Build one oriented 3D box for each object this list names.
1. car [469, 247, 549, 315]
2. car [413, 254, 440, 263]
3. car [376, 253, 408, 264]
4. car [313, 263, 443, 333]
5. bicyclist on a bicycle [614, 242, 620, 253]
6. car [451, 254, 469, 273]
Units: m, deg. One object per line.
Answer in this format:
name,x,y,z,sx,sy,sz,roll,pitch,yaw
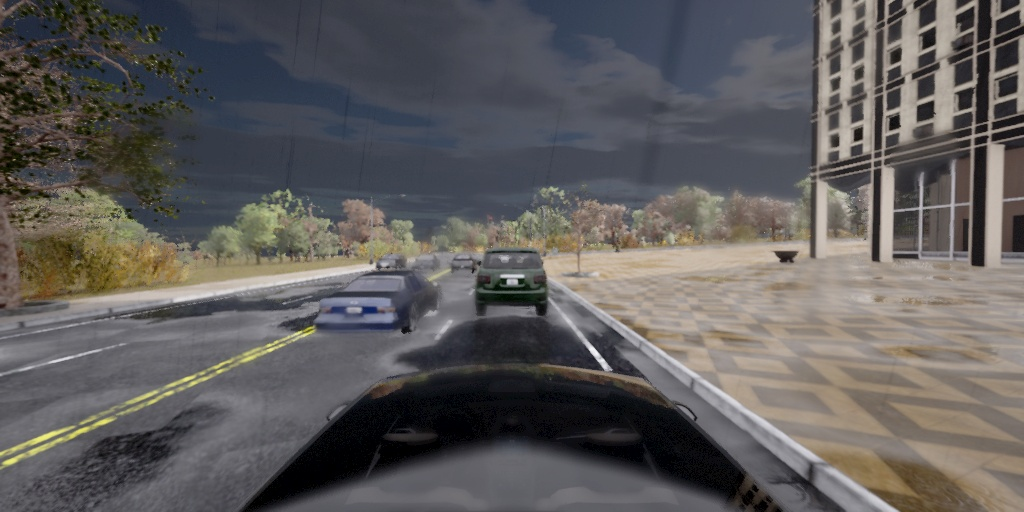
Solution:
car,-0.038,0.708,12.338,2.150,2.045,5.566,0,2,-1
car,-7.373,0.566,31.260,1.812,1.442,4.674,0,1,-3
car,-10.665,0.516,32.019,2.128,1.511,4.902,0,1,-3
car,-3.253,1.094,9.851,2.033,1.411,5.357,0,1,-1
bicyclist on a bicycle,15.980,-1.255,54.640,0.582,1.620,1.656,-2,1,-5
car,-3.849,0.572,29.474,2.128,1.511,4.902,0,1,-3
